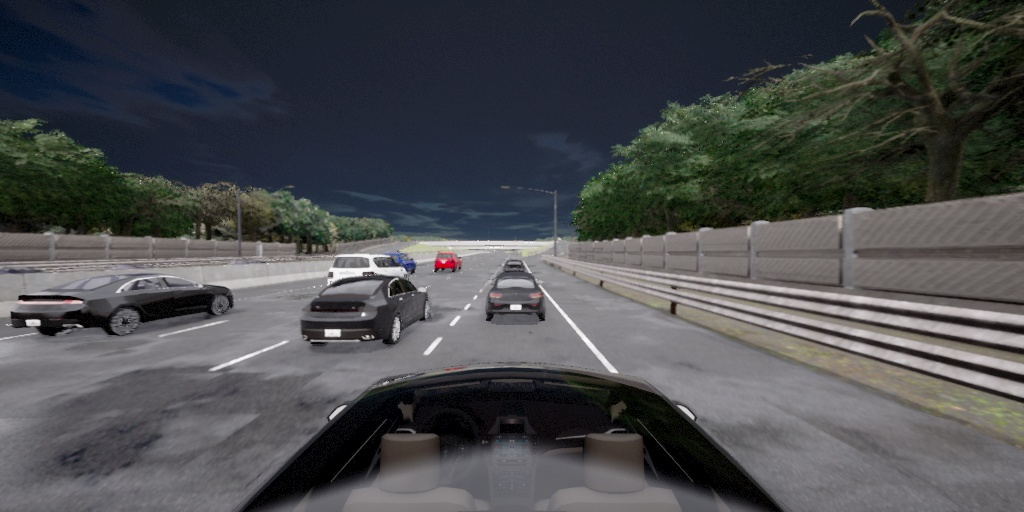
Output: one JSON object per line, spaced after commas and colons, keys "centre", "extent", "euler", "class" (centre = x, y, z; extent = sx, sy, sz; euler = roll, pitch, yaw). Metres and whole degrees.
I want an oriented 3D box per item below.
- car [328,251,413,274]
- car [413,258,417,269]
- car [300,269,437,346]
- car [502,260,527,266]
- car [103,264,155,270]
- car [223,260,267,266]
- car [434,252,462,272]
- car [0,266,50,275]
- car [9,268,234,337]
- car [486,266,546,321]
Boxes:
{"centre": [-6.871, 0.927, 17.633], "extent": [2.150, 2.045, 5.566], "euler": [0, 0, 0], "class": "car"}
{"centre": [-10.299, 0.742, 32.334], "extent": [2.150, 2.045, 5.566], "euler": [0, 1, 0], "class": "car"}
{"centre": [-3.492, 1.250, 9.413], "extent": [1.837, 1.490, 4.892], "euler": [0, 0, 0], "class": "car"}
{"centre": [0.190, 1.055, 30.603], "extent": [1.837, 1.490, 4.892], "euler": [0, 1, 0], "class": "car"}
{"centre": [-24.546, 1.219, 22.838], "extent": [1.994, 1.385, 4.181], "euler": [0, 1, 0], "class": "car"}
{"centre": [-21.020, 1.081, 27.975], "extent": [2.128, 1.511, 4.902], "euler": [0, 1, 0], "class": "car"}
{"centre": [-6.758, 0.629, 38.198], "extent": [2.150, 2.045, 5.566], "euler": [0, 1, 0], "class": "car"}
{"centre": [-28.062, 1.288, 19.590], "extent": [1.895, 1.301, 4.718], "euler": [0, 1, 0], "class": "car"}
{"centre": [-10.390, 1.233, 10.212], "extent": [2.128, 1.511, 4.902], "euler": [0, 0, 0], "class": "car"}
{"centre": [0.115, 1.263, 12.343], "extent": [1.812, 1.442, 4.674], "euler": [0, 0, 0], "class": "car"}
